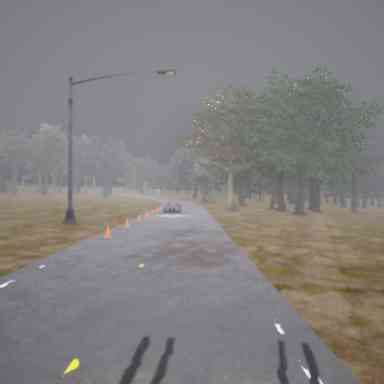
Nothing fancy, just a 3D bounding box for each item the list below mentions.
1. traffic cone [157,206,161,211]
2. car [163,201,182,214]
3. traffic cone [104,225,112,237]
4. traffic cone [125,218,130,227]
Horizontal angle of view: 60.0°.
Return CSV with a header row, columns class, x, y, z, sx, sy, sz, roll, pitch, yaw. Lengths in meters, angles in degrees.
class,x,y,z,sx,sy,sz,roll,pitch,yaw
traffic cone,-4.364,2.113,42.044,0.340,0.580,0.340,0,0,0
car,-2.093,1.703,36.502,1.994,1.385,4.181,0,0,0
traffic cone,-4.307,2.002,17.039,0.340,0.580,0.340,0,0,1
traffic cone,-4.289,2.024,22.043,0.340,0.580,0.340,0,0,0
